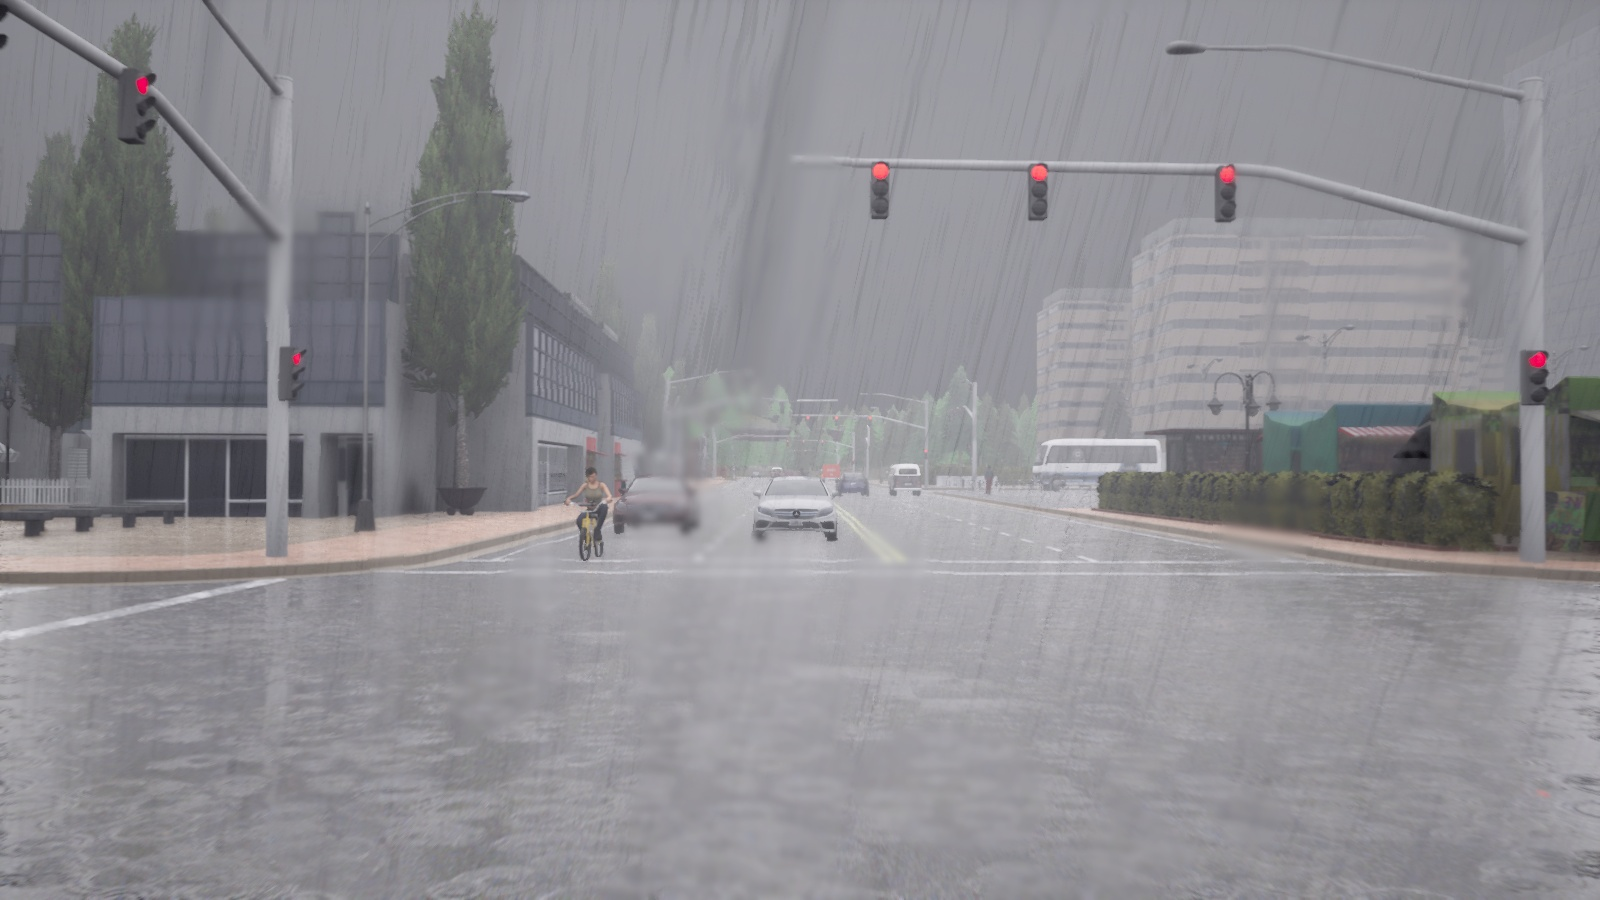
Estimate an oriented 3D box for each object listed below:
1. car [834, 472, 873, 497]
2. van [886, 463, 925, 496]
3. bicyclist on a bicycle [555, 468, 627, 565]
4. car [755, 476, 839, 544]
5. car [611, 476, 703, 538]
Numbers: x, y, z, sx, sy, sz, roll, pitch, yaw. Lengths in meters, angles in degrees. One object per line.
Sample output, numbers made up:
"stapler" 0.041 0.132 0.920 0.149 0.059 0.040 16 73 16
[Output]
"car" 3.289 2.110 78.210 2.163 1.488 4.792 0 -1 -1
"van" 6.754 1.865 80.889 2.069 2.038 4.480 0 -1 -1
"bicyclist on a bicycle" -3.625 1.133 21.918 0.866 1.612 1.509 -2 -1 5
"car" -0.071 1.330 29.227 1.812 1.442 4.674 0 -1 0
"car" -3.579 1.393 32.146 1.812 1.442 4.674 0 -1 0
